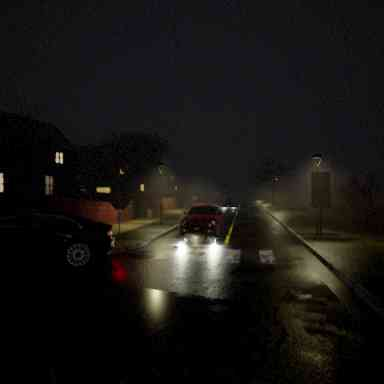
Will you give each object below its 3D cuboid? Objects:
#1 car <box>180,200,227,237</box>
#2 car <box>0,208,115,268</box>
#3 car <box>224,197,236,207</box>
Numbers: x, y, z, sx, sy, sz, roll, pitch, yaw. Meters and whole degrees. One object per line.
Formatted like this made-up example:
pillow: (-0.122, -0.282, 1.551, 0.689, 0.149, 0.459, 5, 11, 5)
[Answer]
car: (0.642, 1.458, 18.263, 1.882, 1.535, 5.008, 0, 0, 10)
car: (-4.718, 1.231, 9.605, 4.902, 1.511, 2.128, 5, 0, -19)
car: (5.496, 1.481, 48.887, 2.033, 1.411, 5.357, 0, 0, 9)
